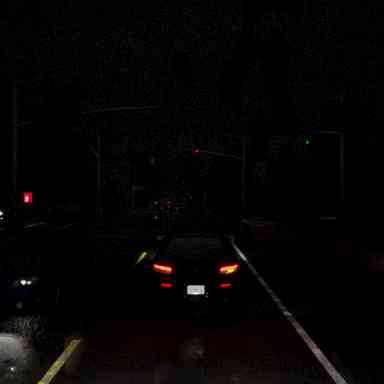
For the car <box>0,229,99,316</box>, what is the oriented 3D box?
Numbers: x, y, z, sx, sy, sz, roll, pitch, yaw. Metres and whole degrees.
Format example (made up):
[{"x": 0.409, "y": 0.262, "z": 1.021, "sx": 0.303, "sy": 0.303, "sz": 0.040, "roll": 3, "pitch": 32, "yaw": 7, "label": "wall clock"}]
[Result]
[{"x": -3.561, "y": 1.564, "z": 7.498, "sx": 1.994, "sy": 1.385, "sz": 4.181, "roll": 0, "pitch": 0, "yaw": 0, "label": "car"}]

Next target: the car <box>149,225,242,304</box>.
[{"x": 0.085, "y": 1.526, "z": 8.048, "sx": 1.812, "sy": 1.442, "sz": 4.674, "roll": 0, "pitch": 0, "yaw": 0, "label": "car"}]

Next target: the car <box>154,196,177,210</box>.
[{"x": -3.527, "y": 1.352, "z": 42.348, "sx": 2.097, "sy": 1.767, "sz": 4.553, "roll": 0, "pitch": 0, "yaw": 2, "label": "car"}]

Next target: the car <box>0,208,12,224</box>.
[{"x": -14.620, "y": 1.367, "z": 22.826, "sx": 4.553, "sy": 1.767, "sz": 2.097, "roll": 0, "pitch": 0, "yaw": -1, "label": "car"}]

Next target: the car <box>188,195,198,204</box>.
[{"x": 0.198, "y": 1.601, "z": 63.717, "sx": 1.895, "sy": 1.301, "sz": 4.718, "roll": 0, "pitch": 0, "yaw": 0, "label": "car"}]

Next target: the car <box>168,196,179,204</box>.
[{"x": -3.469, "y": 1.526, "z": 62.259, "sx": 1.812, "sy": 1.442, "sz": 4.674, "roll": 0, "pitch": 0, "yaw": 1, "label": "car"}]

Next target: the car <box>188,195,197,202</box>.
[{"x": 0.123, "y": 1.525, "z": 80.842, "sx": 2.128, "sy": 1.511, "sz": 4.902, "roll": 0, "pitch": 0, "yaw": 0, "label": "car"}]

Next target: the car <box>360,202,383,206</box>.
[{"x": 15.583, "y": 1.528, "z": 28.601, "sx": 5.357, "sy": 1.411, "sz": 2.033, "roll": 0, "pitch": 0, "yaw": -6, "label": "car"}]

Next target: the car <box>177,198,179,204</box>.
[{"x": -3.513, "y": 1.526, "z": 52.181, "sx": 1.812, "sy": 1.442, "sz": 4.674, "roll": 0, "pitch": 0, "yaw": 0, "label": "car"}]
